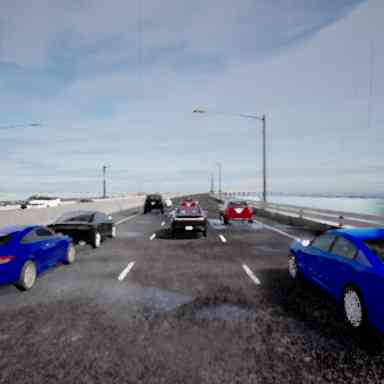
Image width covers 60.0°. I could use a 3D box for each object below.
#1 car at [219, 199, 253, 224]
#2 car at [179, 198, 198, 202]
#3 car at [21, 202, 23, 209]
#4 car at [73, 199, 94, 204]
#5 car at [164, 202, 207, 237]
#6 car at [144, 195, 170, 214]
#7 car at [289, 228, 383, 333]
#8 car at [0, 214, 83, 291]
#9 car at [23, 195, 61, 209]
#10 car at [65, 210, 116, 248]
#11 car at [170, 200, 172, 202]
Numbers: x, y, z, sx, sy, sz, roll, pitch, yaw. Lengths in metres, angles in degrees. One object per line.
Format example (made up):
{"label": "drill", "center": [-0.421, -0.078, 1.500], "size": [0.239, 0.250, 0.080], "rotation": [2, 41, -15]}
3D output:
{"label": "car", "center": [3.238, 1.367, 25.205], "size": [2.097, 1.767, 4.553], "rotation": [0, 0, -1]}
{"label": "car", "center": [-0.368, 1.408, 37.020], "size": [2.097, 1.767, 4.553], "rotation": [0, 0, 0]}
{"label": "car", "center": [-21.600, 1.444, 46.480], "size": [2.150, 2.045, 5.566], "rotation": [0, 0, 0]}
{"label": "car", "center": [-14.598, 1.647, 44.891], "size": [1.882, 1.535, 5.008], "rotation": [0, 0, 0]}
{"label": "car", "center": [-0.177, 1.522, 18.349], "size": [2.128, 1.511, 4.902], "rotation": [0, 0, -1]}
{"label": "car", "center": [-3.948, 1.300, 36.511], "size": [2.150, 2.045, 5.566], "rotation": [0, -1, 0]}
{"label": "car", "center": [3.504, 1.464, 6.814], "size": [1.882, 1.535, 5.008], "rotation": [0, 0, -1]}
{"label": "car", "center": [-4.691, 1.576, 9.034], "size": [1.812, 1.442, 4.674], "rotation": [0, 0, -1]}
{"label": "car", "center": [-18.089, 1.412, 40.976], "size": [2.150, 2.045, 5.566], "rotation": [0, 0, 0]}
{"label": "car", "center": [-4.786, 1.537, 15.024], "size": [1.882, 1.535, 5.008], "rotation": [0, 0, -1]}
{"label": "car", "center": [-4.037, 1.623, 50.441], "size": [1.812, 1.442, 4.674], "rotation": [0, 0, 0]}
